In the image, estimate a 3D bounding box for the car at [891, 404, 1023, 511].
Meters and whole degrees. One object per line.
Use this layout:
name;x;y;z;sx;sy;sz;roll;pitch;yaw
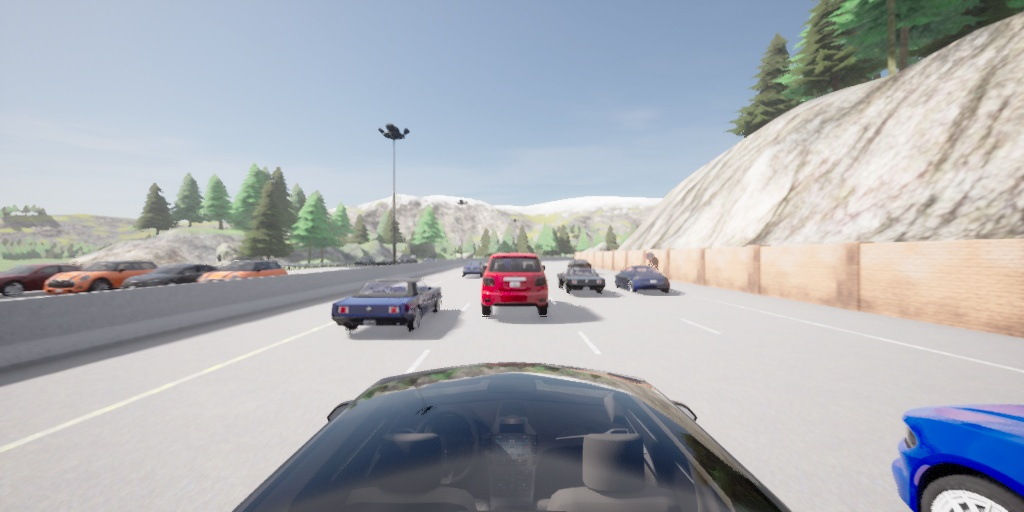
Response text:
car;3.603;1.232;0.404;1.882;1.535;5.008;0;0;0

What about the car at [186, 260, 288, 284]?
car;-14.110;1.029;19.072;2.097;1.767;4.553;0;0;0

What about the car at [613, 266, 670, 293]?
car;7.088;1.231;19.962;1.994;1.385;4.181;0;0;0

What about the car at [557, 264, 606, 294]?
car;3.589;1.271;19.471;1.895;1.301;4.718;0;0;0

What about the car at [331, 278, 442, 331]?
car;-3.413;1.312;10.838;1.895;1.301;4.718;0;0;0

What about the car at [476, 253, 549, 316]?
car;0.089;0.920;13.256;2.150;2.045;5.566;0;0;0

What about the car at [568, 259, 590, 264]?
car;7.075;1.064;37.970;1.882;1.535;5.008;0;0;0

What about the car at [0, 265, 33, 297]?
car;-24.611;1.160;18.668;1.882;1.535;5.008;0;0;0

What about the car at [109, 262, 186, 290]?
car;-17.611;1.183;19.055;1.837;1.490;4.892;0;0;0

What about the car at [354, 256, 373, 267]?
car;-24.554;0.851;59.977;2.097;1.767;4.553;0;0;1

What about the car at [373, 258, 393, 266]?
car;-21.044;1.098;60.035;1.895;1.301;4.718;0;0;1

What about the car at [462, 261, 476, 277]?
car;-3.421;1.159;33.158;2.033;1.411;5.357;0;0;0

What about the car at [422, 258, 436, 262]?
car;-14.077;1.054;61.076;1.994;1.385;4.181;0;0;1

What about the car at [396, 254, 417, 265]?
car;-17.572;0.718;60.132;2.150;2.045;5.566;0;0;1

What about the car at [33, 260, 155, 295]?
car;-21.111;1.032;18.943;2.097;1.767;4.553;0;0;0
